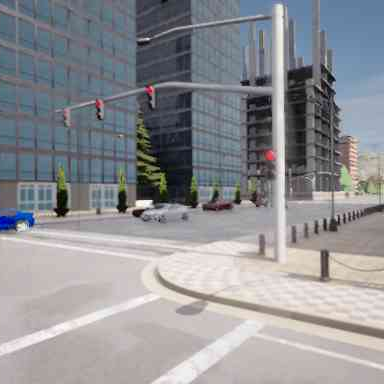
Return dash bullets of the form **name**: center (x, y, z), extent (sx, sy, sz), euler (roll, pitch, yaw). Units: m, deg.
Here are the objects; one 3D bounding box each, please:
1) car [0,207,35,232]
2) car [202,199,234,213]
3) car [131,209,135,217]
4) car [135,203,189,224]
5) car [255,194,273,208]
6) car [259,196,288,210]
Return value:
- **car**: center (-11.671, 1.641, 19.072), extent (1.882, 1.535, 5.008), euler (-1, 0, 36)
- **car**: center (3.112, 1.610, 39.495), extent (1.882, 1.535, 5.008), euler (-1, 0, 36)
- **car**: center (-3.357, 1.764, 30.728), extent (1.895, 1.301, 4.718), euler (-1, 0, 36)
- **car**: center (-2.039, 1.652, 26.546), extent (1.812, 1.442, 4.674), euler (-1, 0, 36)
- **car**: center (11.740, 1.378, 51.495), extent (2.150, 2.045, 5.566), euler (-1, 1, 36)
- **car**: center (11.493, 1.618, 45.236), extent (2.128, 1.511, 4.902), euler (-1, 0, 36)
